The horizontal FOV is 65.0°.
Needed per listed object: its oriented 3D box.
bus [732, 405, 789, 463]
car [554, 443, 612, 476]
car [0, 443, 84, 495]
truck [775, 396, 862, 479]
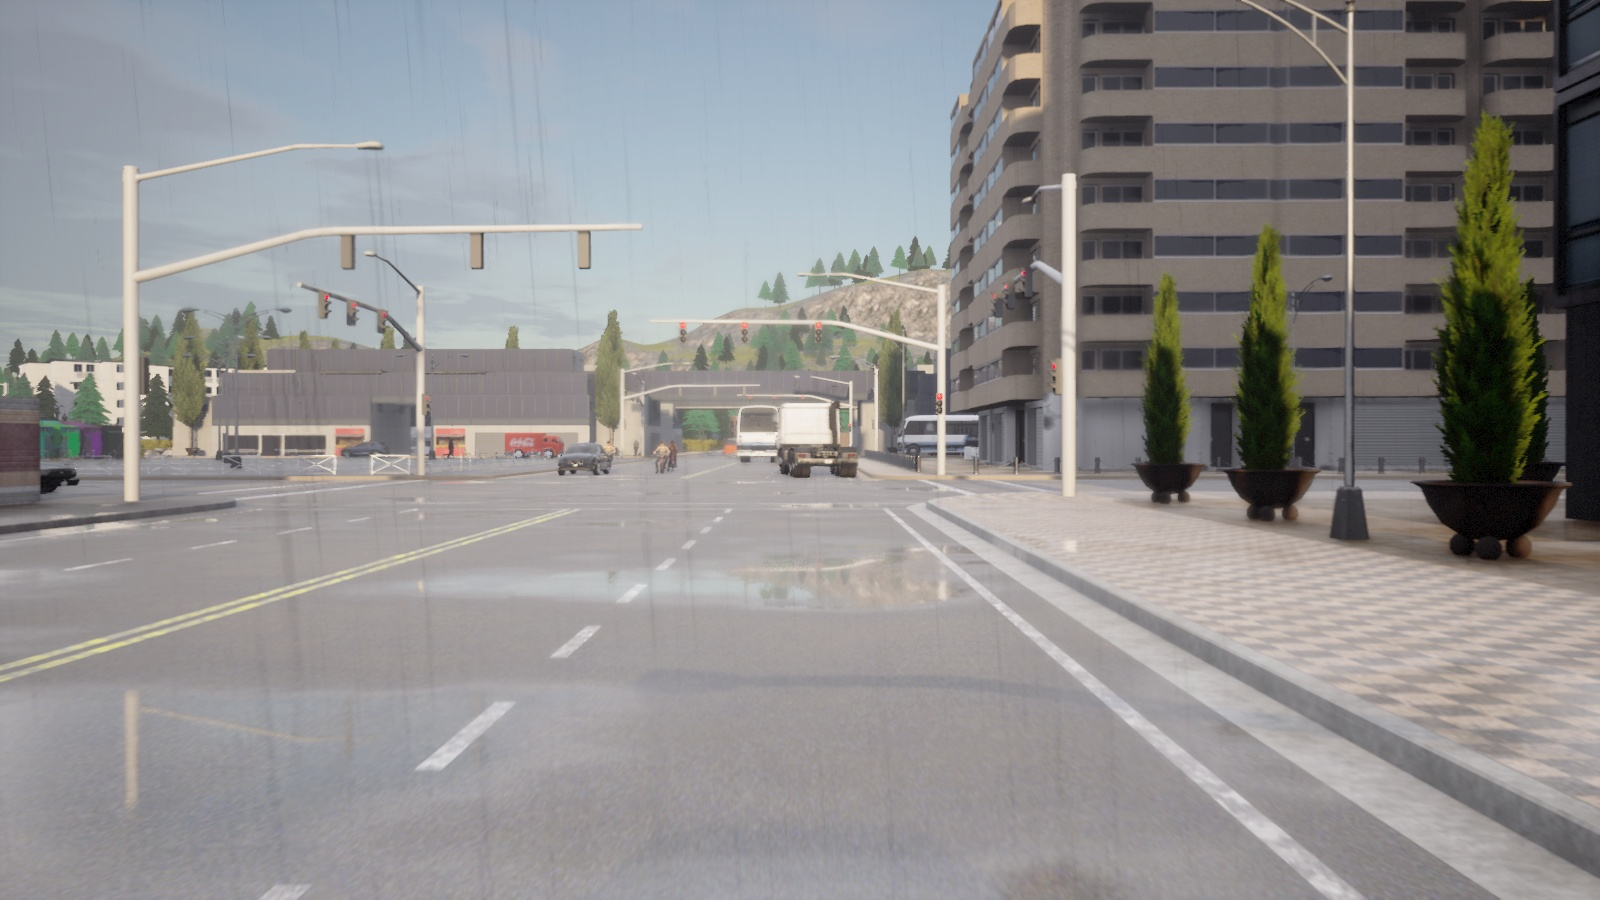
[{"bbox_3d":[-2.938,-1.178,96.773,3.944,4.253,10.273,0,0,1],"label":"bus"},{"bbox_3d":[-10.150,0.410,59.081,1.837,1.490,4.892,0,0,0],"label":"car"},{"bbox_3d":[-23.379,0.521,35.299,5.357,1.411,2.033,0,0,0],"label":"car"},{"bbox_3d":[0.714,-0.557,56.982,2.891,3.462,7.936,0,0,-7],"label":"truck"}]
